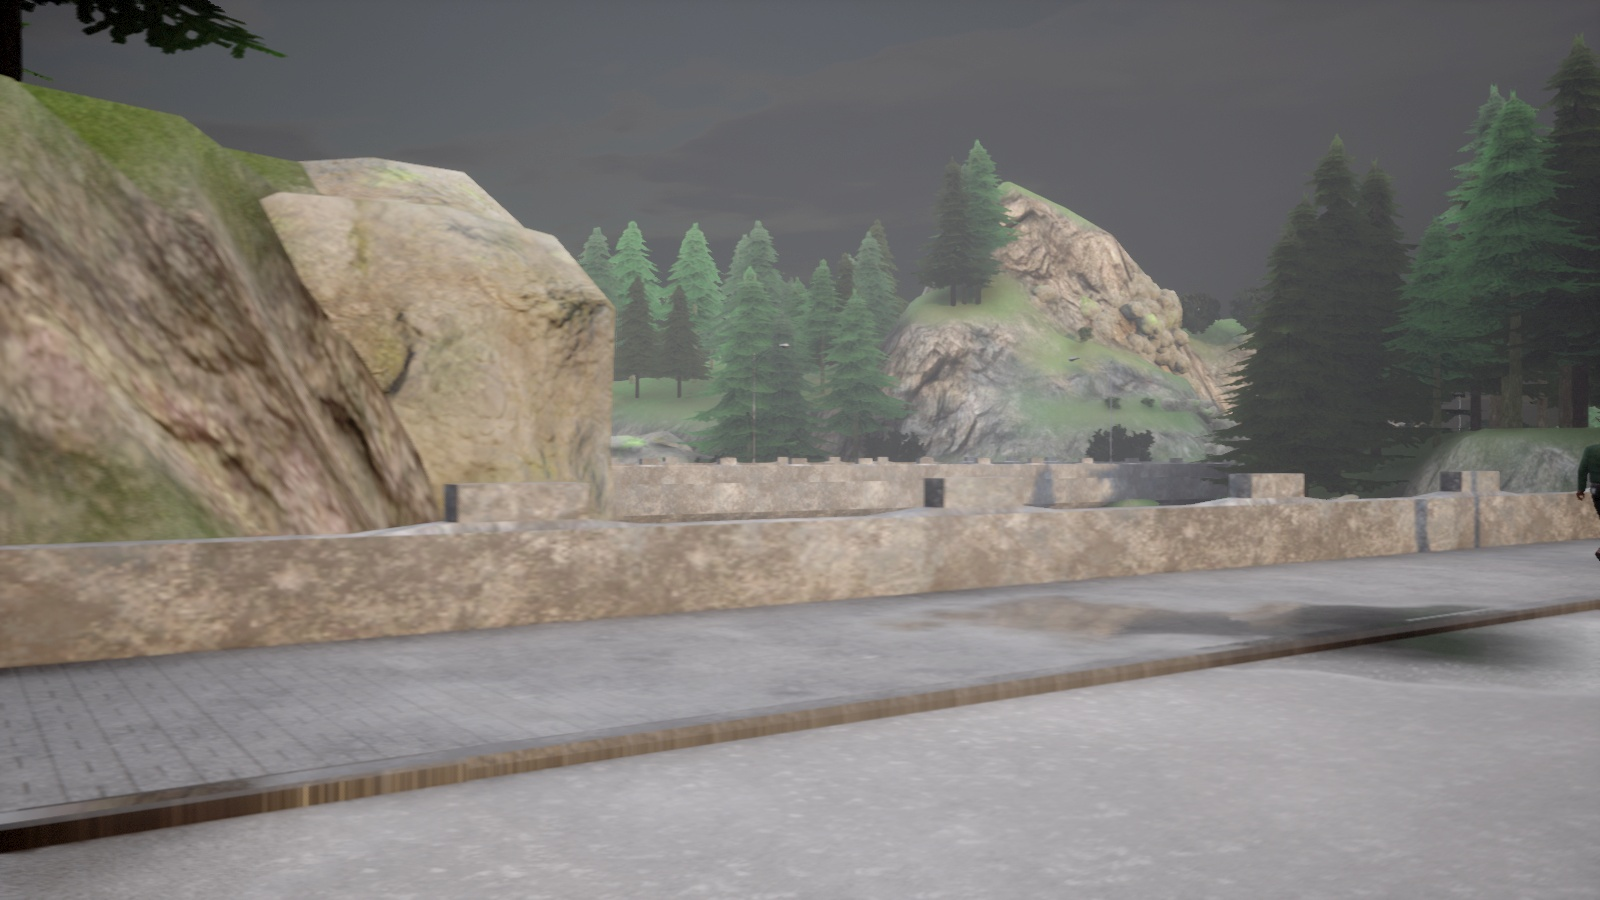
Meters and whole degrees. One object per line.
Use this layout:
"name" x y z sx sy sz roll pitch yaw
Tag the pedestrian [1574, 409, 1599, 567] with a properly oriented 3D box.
"pedestrian" 10.206 0.472 15.879 0.788 1.949 0.423 0 0 -34
